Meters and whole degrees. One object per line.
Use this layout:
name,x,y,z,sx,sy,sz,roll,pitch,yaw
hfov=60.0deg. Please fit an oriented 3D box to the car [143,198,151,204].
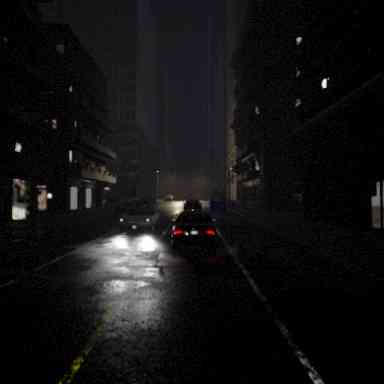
car,-5.680,1.584,34.487,1.802,1.307,4.206,1,0,0

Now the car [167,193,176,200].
car,-5.771,1.318,94.784,2.192,1.841,5.009,1,0,0

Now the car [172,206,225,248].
car,0.082,1.548,14.750,2.033,1.411,5.357,0,0,0

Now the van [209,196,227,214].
van,2.671,1.343,34.548,1.690,1.788,3.998,1,0,0

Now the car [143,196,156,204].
car,-5.686,1.568,40.026,1.947,1.339,4.313,1,0,0

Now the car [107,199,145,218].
car,-5.674,1.553,28.946,2.008,1.369,4.403,1,0,0

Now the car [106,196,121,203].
car,-16.563,1.502,68.202,4.097,1.590,1.967,0,-1,0

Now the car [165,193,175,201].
car,-5.762,1.443,83.634,1.967,1.590,4.097,1,0,0

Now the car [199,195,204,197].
car,2.603,1.584,94.855,1.802,1.307,4.206,1,0,0

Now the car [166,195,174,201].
car,-5.771,1.585,89.209,1.802,1.307,4.206,1,0,0

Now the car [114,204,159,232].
car,-3.122,1.602,20.249,1.895,1.301,4.718,0,0,0

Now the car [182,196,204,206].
car,0.061,1.506,34.408,1.837,1.490,4.892,0,0,0
